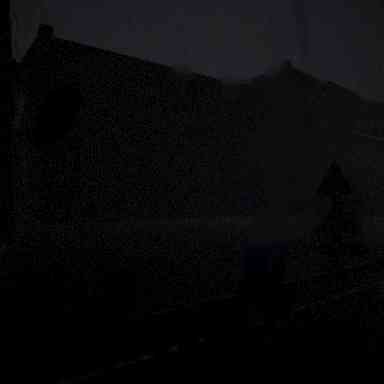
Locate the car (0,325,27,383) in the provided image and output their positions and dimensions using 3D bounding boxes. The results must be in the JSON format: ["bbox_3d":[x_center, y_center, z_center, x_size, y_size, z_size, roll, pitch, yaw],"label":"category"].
[{"bbox_3d":[-3.267,1.462,1.085,5.008,1.535,1.882,1,-1,-35],"label":"car"}]
